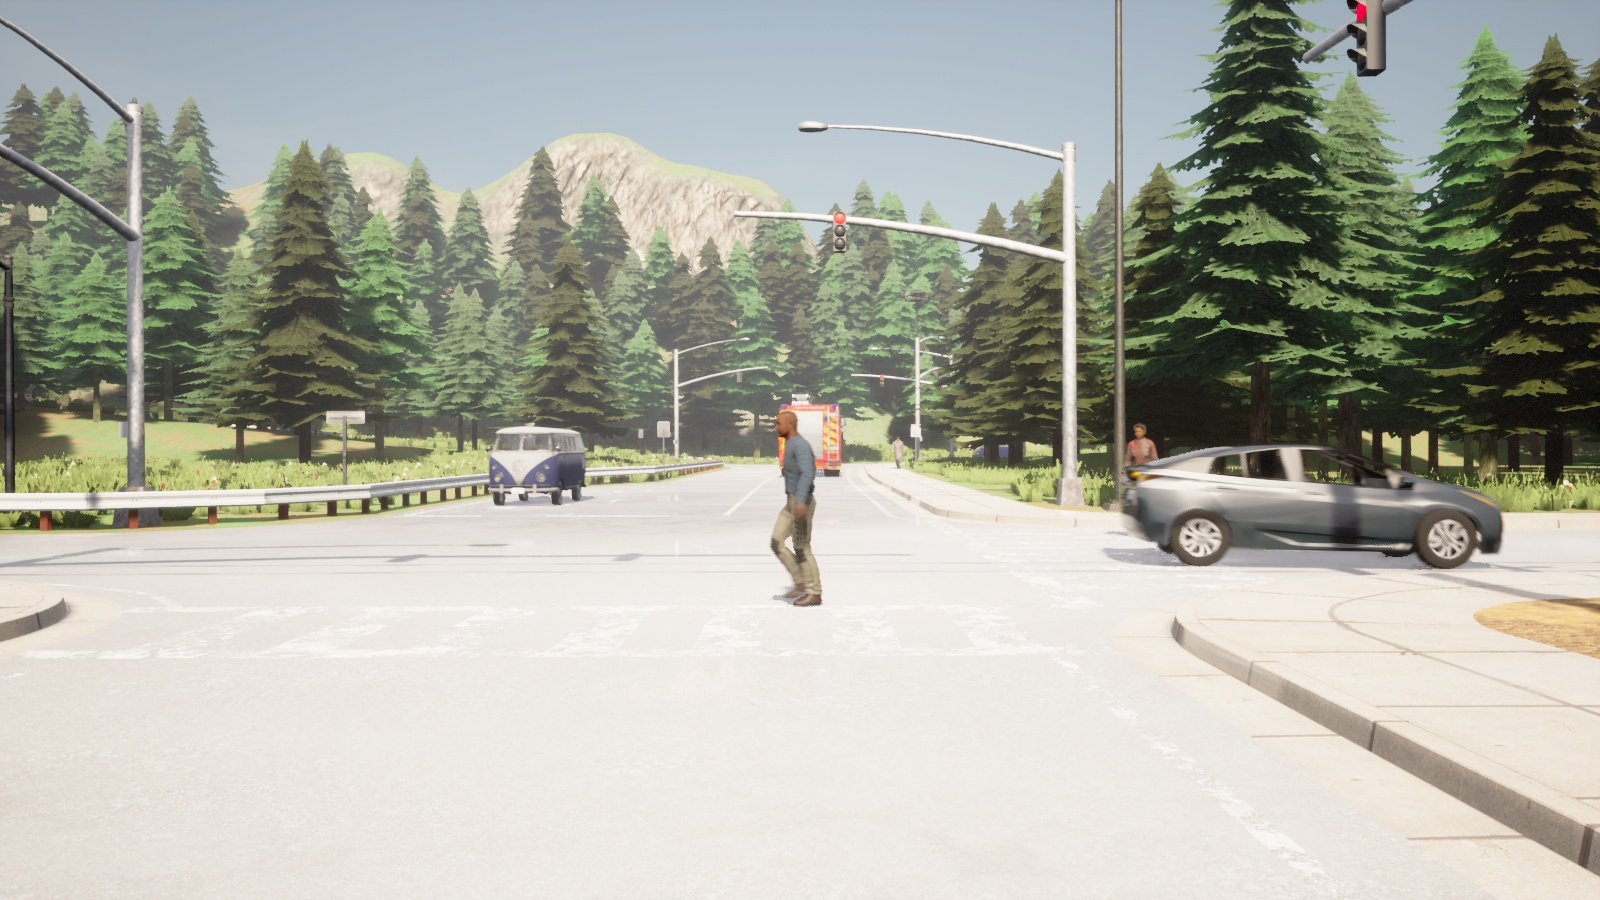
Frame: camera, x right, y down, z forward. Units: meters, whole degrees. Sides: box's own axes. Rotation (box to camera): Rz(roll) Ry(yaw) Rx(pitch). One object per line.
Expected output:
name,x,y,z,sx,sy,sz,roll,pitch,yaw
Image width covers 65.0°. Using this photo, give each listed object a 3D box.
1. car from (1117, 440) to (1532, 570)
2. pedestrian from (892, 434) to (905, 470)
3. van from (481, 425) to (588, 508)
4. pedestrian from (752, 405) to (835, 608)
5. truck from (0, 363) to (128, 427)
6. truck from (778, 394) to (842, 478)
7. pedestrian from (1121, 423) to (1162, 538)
car,6.470,0.643,16.007,4.514,1.525,2.007,0,0,7
pedestrian,5.414,0.124,69.120,0.659,1.952,0.873,0,0,4
van,-6.806,0.391,32.647,1.775,1.987,4.442,0,0,1
pedestrian,-0.064,0.508,11.587,0.726,1.835,0.370,0,0,-6
truck,-49.785,-3.664,84.312,7.936,3.462,2.891,5,-2,-29
truck,0.581,-0.660,61.508,2.891,3.827,8.468,0,0,2
pedestrian,5.464,0.476,20.071,0.328,1.805,0.869,0,0,37
